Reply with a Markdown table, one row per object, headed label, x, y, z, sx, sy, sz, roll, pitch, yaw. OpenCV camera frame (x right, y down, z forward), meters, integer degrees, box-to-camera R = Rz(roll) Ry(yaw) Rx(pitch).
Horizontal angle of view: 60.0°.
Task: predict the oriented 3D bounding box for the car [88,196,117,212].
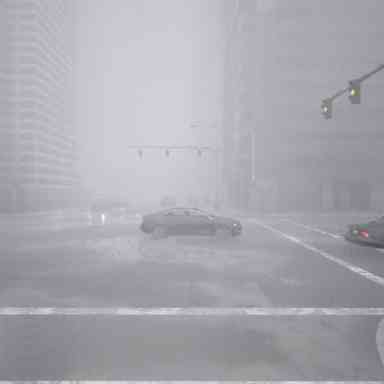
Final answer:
| label | x | y | z | sx | sy | sz | roll | pitch | yaw |
| --- | --- | --- | --- | --- | --- | --- | --- | --- | --- |
| car | -10.631 | 1.519 | 39.368 | 1.837 | 1.490 | 4.892 | 0 | 0 | 0 |

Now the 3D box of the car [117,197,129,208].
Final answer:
| label | x | y | z | sx | sy | sz | roll | pitch | yaw |
| --- | --- | --- | --- | --- | --- | --- | --- | --- | --- |
| car | -10.629 | 1.543 | 49.628 | 1.812 | 1.442 | 4.674 | 0 | 0 | 0 |

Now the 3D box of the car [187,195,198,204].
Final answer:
| label | x | y | z | sx | sy | sz | roll | pitch | yaw |
| --- | --- | --- | --- | --- | --- | --- | --- | --- | --- |
| car | 0.052 | 1.374 | 63.499 | 2.097 | 1.767 | 4.553 | 0 | 0 | 0 |

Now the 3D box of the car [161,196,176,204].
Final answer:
| label | x | y | z | sx | sy | sz | roll | pitch | yaw |
| --- | --- | --- | --- | --- | --- | --- | --- | --- | --- |
| car | -3.452 | 1.370 | 49.774 | 2.097 | 1.767 | 4.553 | 0 | 0 | 0 |

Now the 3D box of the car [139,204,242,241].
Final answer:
| label | x | y | z | sx | sy | sz | roll | pitch | yaw |
| --- | --- | --- | --- | --- | --- | --- | --- | --- | --- |
| car | -0.068 | 1.497 | 16.013 | 4.902 | 1.511 | 2.128 | 0 | 0 | 0 |

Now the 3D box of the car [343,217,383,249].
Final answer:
| label | x | y | z | sx | sy | sz | roll | pitch | yaw |
| --- | --- | --- | --- | --- | --- | --- | --- | --- | --- |
| car | 8.626 | 1.551 | 12.473 | 5.357 | 1.411 | 2.033 | 0 | 0 | 0 |
